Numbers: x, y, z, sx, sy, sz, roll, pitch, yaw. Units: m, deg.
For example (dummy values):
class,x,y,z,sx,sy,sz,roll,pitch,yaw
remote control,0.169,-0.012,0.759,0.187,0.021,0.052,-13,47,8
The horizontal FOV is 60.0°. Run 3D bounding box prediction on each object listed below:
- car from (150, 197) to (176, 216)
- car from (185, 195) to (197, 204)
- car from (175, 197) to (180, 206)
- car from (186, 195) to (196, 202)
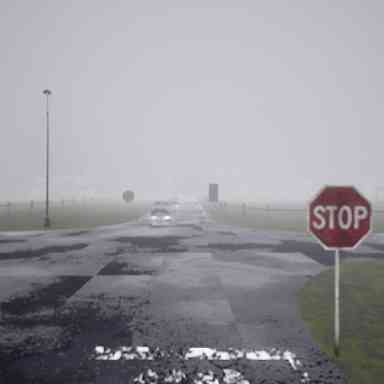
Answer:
class,x,y,z,sx,sy,sz,roll,pitch,yaw
car,-2.961,1.536,32.959,2.033,1.411,5.357,0,0,0
car,-0.156,1.494,61.564,1.812,1.442,4.674,0,0,1
car,-3.016,1.521,55.917,2.033,1.411,5.357,0,0,0
car,-0.242,1.345,71.361,1.994,1.385,4.181,0,0,0
